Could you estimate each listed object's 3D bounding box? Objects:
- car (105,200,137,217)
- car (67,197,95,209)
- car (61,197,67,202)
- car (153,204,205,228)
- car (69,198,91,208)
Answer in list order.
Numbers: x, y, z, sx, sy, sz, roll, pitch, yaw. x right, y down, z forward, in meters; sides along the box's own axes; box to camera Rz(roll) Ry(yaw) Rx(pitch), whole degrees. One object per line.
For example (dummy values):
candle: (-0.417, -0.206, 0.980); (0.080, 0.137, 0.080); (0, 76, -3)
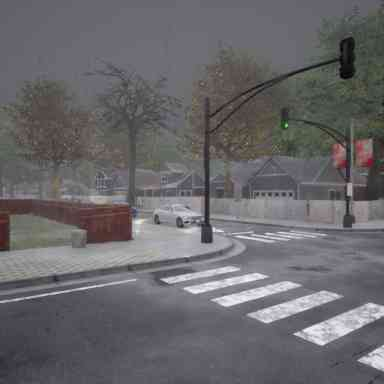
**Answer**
car: (-6.828, 1.513, 30.824); (1.882, 1.535, 5.008); (0, 0, -36)
car: (-12.816, 1.530, 39.205); (1.882, 1.535, 5.008); (0, 0, -35)
car: (-22.359, 1.600, 57.419); (2.128, 1.511, 4.902); (0, 0, -36)
car: (-0.990, 1.547, 22.655); (1.812, 1.442, 4.674); (0, 0, -36)
car: (-16.699, 1.654, 49.611); (1.994, 1.385, 4.181); (0, 0, -35)
